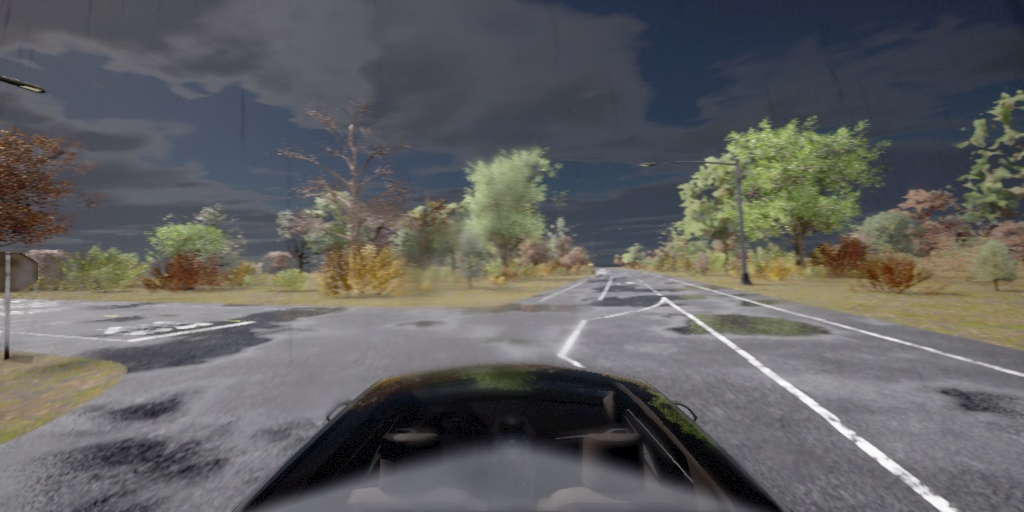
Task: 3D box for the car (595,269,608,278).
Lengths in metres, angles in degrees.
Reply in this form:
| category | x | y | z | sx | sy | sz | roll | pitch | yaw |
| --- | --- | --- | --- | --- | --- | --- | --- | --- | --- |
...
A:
| category | x | y | z | sx | sy | sz | roll | pitch | yaw |
| --- | --- | --- | --- | --- | --- | --- | --- | --- | --- |
| car | 15.672 | 3.002 | 62.221 | 1.812 | 1.442 | 4.674 | -3 | -2 | 19 |
